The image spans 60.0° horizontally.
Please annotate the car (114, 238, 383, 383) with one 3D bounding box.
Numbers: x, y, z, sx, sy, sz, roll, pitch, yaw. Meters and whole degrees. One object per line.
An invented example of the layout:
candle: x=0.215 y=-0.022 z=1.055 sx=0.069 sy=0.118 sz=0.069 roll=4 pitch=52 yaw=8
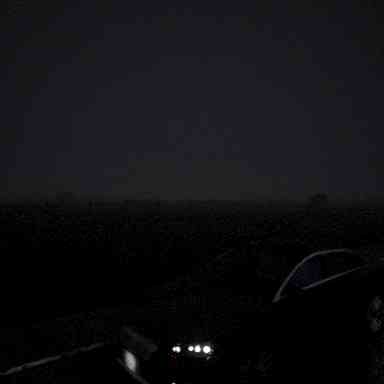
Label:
car: x=1.259 y=1.538 z=5.080 sx=4.902 sy=1.511 sz=2.128 roll=0 pitch=-1 yaw=-39
